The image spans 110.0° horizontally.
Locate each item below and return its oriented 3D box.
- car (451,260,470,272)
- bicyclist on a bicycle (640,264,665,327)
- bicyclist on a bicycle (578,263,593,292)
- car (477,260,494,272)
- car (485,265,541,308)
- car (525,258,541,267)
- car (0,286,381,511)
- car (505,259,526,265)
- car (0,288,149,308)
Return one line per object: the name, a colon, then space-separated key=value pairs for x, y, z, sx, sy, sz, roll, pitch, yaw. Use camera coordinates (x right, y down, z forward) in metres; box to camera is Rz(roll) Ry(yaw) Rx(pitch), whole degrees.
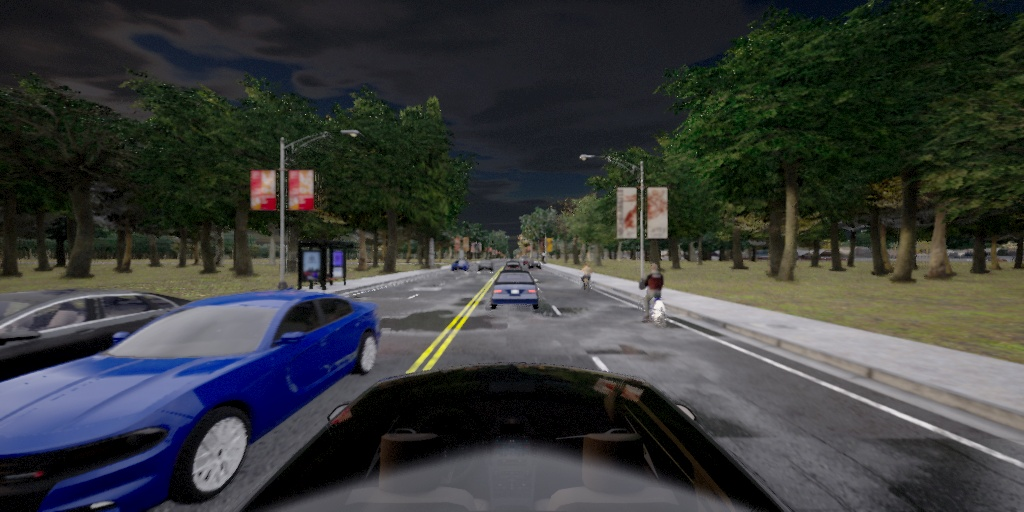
car: x=-6.573 y=1.217 z=46.192 sx=1.882 sy=1.535 sz=5.008 roll=0 pitch=0 yaw=0
bicyclist on a bicycle: x=4.146 y=1.117 z=10.665 sx=0.659 sy=1.776 sz=1.843 roll=0 pitch=0 yaw=0
bicyclist on a bicycle: x=4.168 y=1.180 z=20.182 sx=0.866 sy=1.612 sz=1.509 roll=0 pitch=0 yaw=0
car: x=-3.324 y=1.242 z=46.012 sx=1.837 sy=1.490 sz=4.892 roll=0 pitch=1 yaw=0
car: x=0.104 y=1.293 z=15.003 sx=2.033 sy=1.411 sz=5.357 roll=0 pitch=0 yaw=0
car: x=3.364 y=1.339 z=54.992 sx=1.895 sy=1.301 sz=4.718 roll=0 pitch=0 yaw=0
car: x=-3.349 y=1.226 z=4.612 sx=1.882 sy=1.535 sz=5.008 roll=0 pitch=0 yaw=0
car: x=0.109 y=1.245 z=35.508 sx=1.837 sy=1.490 sz=4.892 roll=0 pitch=0 yaw=0
car: x=-6.599 y=1.240 z=4.852 sx=2.128 sy=1.511 sz=4.902 roll=0 pitch=0 yaw=0
